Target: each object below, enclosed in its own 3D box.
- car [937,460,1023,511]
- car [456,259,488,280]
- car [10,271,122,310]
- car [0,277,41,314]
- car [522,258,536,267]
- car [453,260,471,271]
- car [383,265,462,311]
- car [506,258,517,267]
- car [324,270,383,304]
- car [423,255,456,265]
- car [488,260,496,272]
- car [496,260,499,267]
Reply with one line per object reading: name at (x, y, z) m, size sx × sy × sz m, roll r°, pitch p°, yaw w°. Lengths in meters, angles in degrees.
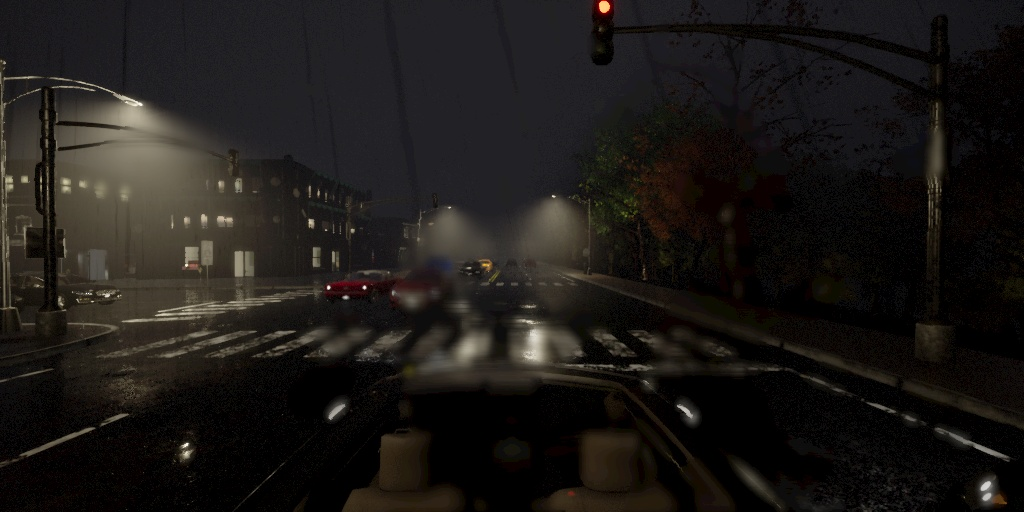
car at (3.355, 1.314, 0.201) m, size 1.994 × 1.385 × 4.181 m, roll 0°, pitch 0°, yaw 0°
car at (-3.411, 1.246, 31.447) m, size 1.837 × 1.490 × 4.892 m, roll 0°, pitch 0°, yaw 0°
car at (-19.619, 1.472, 15.223) m, size 4.892 × 1.490 × 1.837 m, roll -1°, pitch 1°, yaw 0°
car at (-19.970, 1.565, 12.517) m, size 4.313 × 1.339 × 1.948 m, roll 0°, pitch 0°, yaw 0°
car at (3.220, 1.204, 63.208) m, size 1.882 × 1.535 × 5.008 m, roll 0°, pitch 0°, yaw 0°
car at (-6.696, 1.298, 48.462) m, size 1.994 × 1.385 × 4.181 m, roll 0°, pitch 0°, yaw 0°
car at (-3.385, 1.273, 14.492) m, size 1.812 × 1.442 × 4.674 m, roll 0°, pitch 0°, yaw 0°
car at (-0.032, 1.204, 63.789) m, size 1.882 × 1.535 × 5.008 m, roll 0°, pitch 0°, yaw 0°
car at (-6.634, 1.347, 16.517) m, size 1.895 × 1.301 × 4.718 m, roll 0°, pitch 0°, yaw 0°
car at (-6.660, 0.963, 32.565) m, size 2.150 × 2.045 × 5.566 m, roll 0°, pitch 0°, yaw 0°
car at (-3.435, 1.212, 44.955) m, size 1.882 × 1.535 × 5.008 m, roll 0°, pitch 0°, yaw 0°
car at (-3.410, 1.327, 64.608) m, size 1.895 × 1.301 × 4.718 m, roll 0°, pitch 0°, yaw 0°
